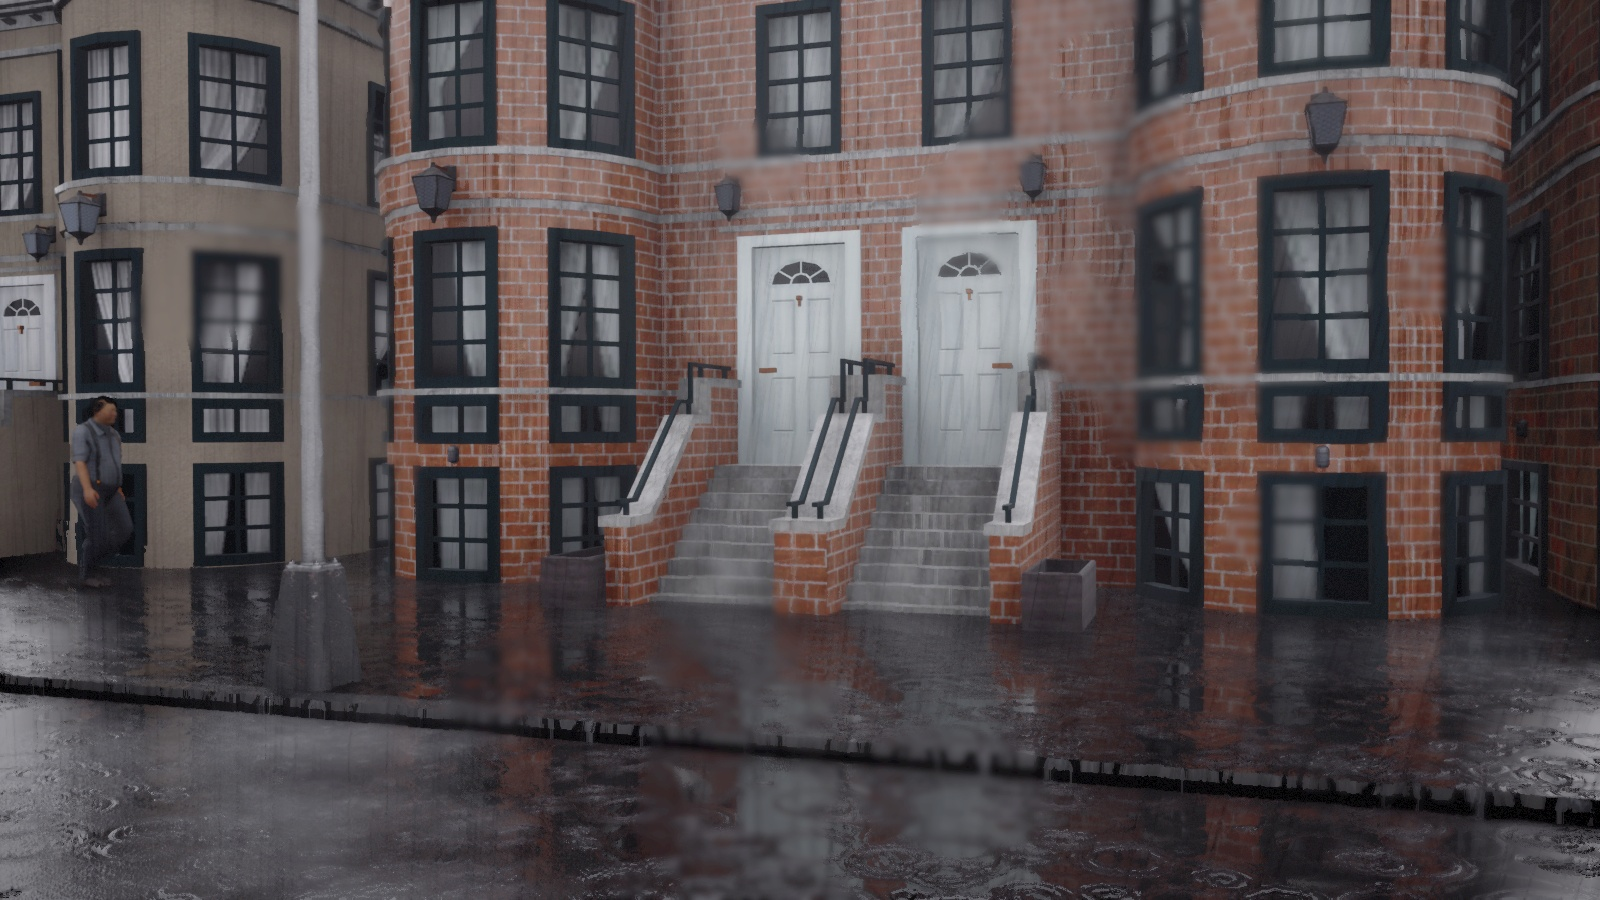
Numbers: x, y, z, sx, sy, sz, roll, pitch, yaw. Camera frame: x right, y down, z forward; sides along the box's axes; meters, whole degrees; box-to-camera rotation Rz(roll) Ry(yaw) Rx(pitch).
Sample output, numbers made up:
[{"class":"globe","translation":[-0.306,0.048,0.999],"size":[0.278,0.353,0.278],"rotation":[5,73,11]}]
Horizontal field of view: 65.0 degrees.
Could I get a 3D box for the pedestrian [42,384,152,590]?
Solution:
[{"class":"pedestrian","translation":[-6.463,0.327,11.564],"size":[0.694,1.848,0.540],"rotation":[0,1,10]}]
